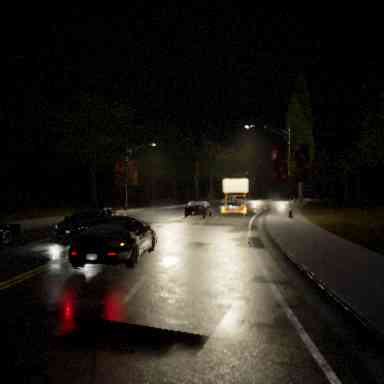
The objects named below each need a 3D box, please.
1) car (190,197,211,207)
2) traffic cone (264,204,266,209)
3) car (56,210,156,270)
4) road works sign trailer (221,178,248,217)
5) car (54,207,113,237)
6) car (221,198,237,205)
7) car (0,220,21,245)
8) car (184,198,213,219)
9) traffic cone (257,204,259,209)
[{"bbox_3d":[1.391,1.609,53.365,1.994,1.385,4.181,-1,0,21],"label":"car"},{"bbox_3d":[9.541,1.905,43.244,0.340,0.580,0.340,-1,0,18],"label":"traffic cone"},{"bbox_3d":[-2.465,1.557,11.130,1.812,1.442,4.674,0,0,5],"label":"car"},{"bbox_3d":[4.128,0.469,31.306,2.380,3.560,2.880,0,0,17],"label":"road works sign trailer"},{"bbox_3d":[-5.204,1.552,17.244,1.837,1.490,4.892,0,0,8],"label":"car"},{"bbox_3d":[6.428,1.607,57.471,1.895,1.301,4.718,-1,0,21],"label":"car"},{"bbox_3d":[-9.008,1.642,13.152,1.895,1.301,4.718,0,0,6],"label":"car"},{"bbox_3d":[0.663,1.521,29.506,2.128,1.511,4.902,0,0,13],"label":"car"},{"bbox_3d":[8.589,1.914,43.541,0.340,0.580,0.340,-1,0,17],"label":"traffic cone"}]
